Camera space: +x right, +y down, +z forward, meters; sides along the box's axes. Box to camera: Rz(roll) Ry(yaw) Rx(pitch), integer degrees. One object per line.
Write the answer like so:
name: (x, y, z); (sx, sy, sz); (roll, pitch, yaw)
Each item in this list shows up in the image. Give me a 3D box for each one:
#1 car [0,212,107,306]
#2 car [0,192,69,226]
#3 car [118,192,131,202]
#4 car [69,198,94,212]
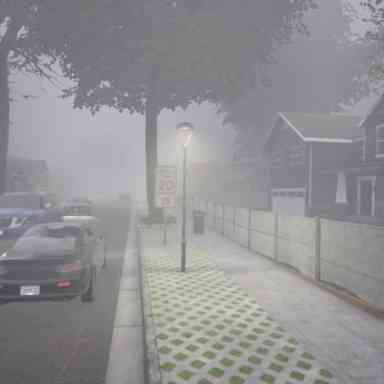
car: (-3.063, 1.436, 7.767); (1.812, 1.442, 4.674); (1, 1, -10)
car: (-7.019, 1.016, 14.017); (2.150, 2.045, 5.566); (1, 0, -10)
car: (-10.515, 0.780, 51.925); (1.837, 1.490, 4.892); (1, 1, -10)
car: (-9.360, 1.178, 27.750); (1.994, 1.385, 4.181); (1, 1, -10)
